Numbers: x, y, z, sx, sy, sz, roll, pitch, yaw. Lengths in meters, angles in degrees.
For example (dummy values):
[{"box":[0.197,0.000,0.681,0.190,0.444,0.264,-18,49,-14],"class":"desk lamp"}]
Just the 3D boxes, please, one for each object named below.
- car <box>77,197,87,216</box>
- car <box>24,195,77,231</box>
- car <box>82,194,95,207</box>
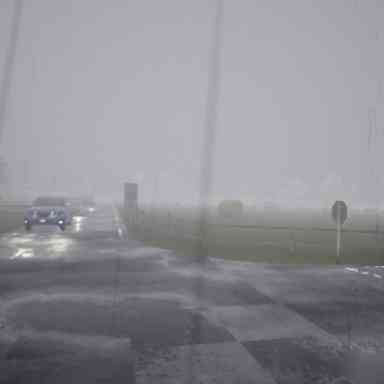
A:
[{"box":[-12.064,1.601,33.814,1.837,1.490,4.892,2,0,-14],"class":"car"},{"box":[-8.899,1.250,21.080,2.150,2.045,5.566,2,-1,-14],"class":"car"},{"box":[-17.192,1.431,54.913,2.150,2.045,5.566,2,-1,-14],"class":"car"}]
